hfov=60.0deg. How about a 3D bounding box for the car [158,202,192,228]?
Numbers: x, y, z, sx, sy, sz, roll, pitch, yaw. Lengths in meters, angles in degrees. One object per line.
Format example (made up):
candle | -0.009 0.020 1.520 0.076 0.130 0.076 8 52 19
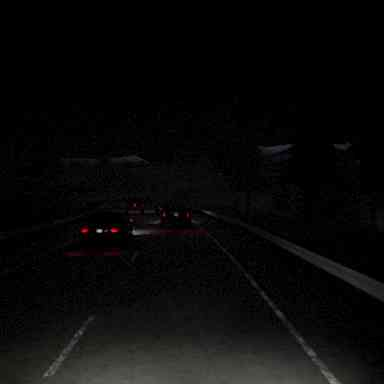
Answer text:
car | -1.248 1.575 24.201 2.097 1.767 4.553 0 -1 -5

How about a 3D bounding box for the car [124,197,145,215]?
car | -6.837 1.591 39.510 2.150 2.045 5.566 0 -1 -10

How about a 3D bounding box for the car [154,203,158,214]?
car | -3.644 1.931 41.489 2.033 1.411 5.357 0 -1 -11

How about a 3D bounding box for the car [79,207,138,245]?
car | -4.052 1.703 16.382 2.033 1.411 5.357 0 -1 -4
